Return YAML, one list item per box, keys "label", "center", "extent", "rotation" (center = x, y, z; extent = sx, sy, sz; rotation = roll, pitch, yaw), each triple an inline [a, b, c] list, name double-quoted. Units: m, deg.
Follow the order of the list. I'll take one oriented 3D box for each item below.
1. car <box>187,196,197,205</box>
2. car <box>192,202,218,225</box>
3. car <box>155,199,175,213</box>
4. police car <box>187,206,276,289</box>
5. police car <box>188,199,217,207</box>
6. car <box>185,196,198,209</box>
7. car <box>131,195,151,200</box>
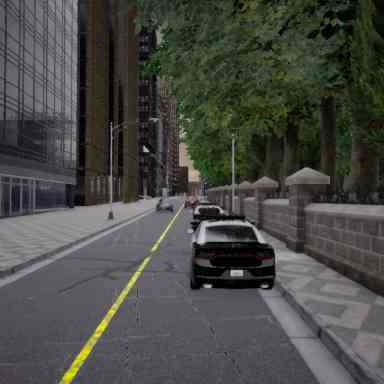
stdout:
- label: "car"
  center: [0.017, 1.562, 61.411]
  extent: [1.812, 1.442, 4.674]
  rotation: [0, 0, 0]
- label: "car"
  center: [0.907, 1.530, 25.167]
  extent: [1.812, 1.442, 4.674]
  rotation: [0, 0, 0]
- label: "car"
  center: [-2.989, 1.515, 37.236]
  extent: [1.837, 1.490, 4.892]
  rotation: [0, 0, 0]
- label: "police car"
  center: [0.903, 1.427, 9.273]
  extent: [1.930, 1.638, 5.238]
  rotation: [0, 0, 0]
- label: "police car"
  center: [0.905, 1.428, 19.275]
  extent: [1.930, 1.638, 5.238]
  rotation: [0, 0, 0]
- label: "car"
  center: [0.048, 1.371, 46.657]
  extent: [2.097, 1.767, 4.553]
  rotation: [0, 0, 1]
- label: "car"
  center: [-14.613, 1.583, 93.534]
  extent: [4.403, 1.369, 2.008]
  rotation: [0, -1, 0]
